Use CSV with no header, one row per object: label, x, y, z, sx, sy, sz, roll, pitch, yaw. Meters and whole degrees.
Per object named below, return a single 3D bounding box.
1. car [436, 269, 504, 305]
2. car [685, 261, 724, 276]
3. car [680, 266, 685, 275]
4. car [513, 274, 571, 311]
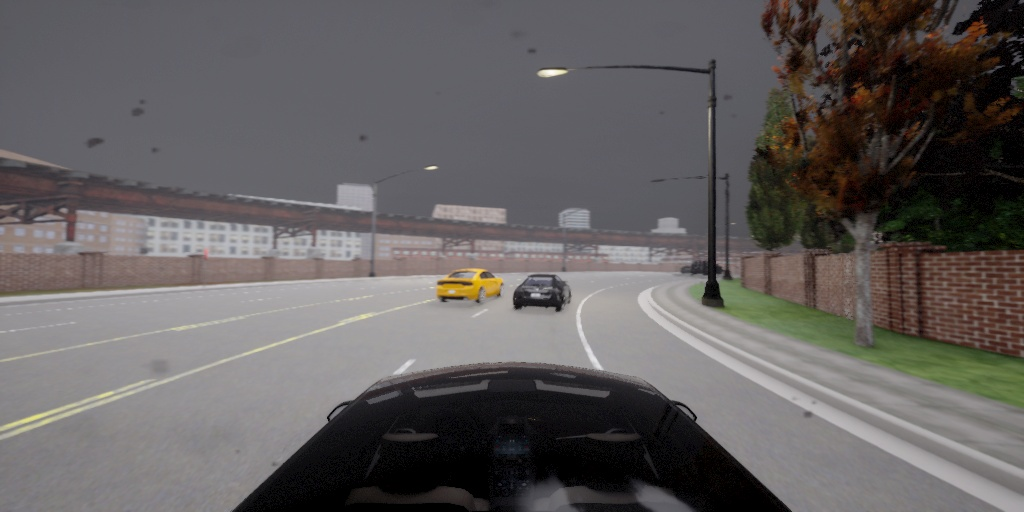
car,-1.825,1.347,17.155,1.882,1.535,5.008,0,-1,15
car,27.050,1.710,49.764,5.566,2.045,2.150,1,-2,-33
car,27.261,2.066,53.853,4.902,1.511,2.128,1,-2,-33
car,1.386,1.457,15.401,1.994,1.385,4.181,0,-1,14
